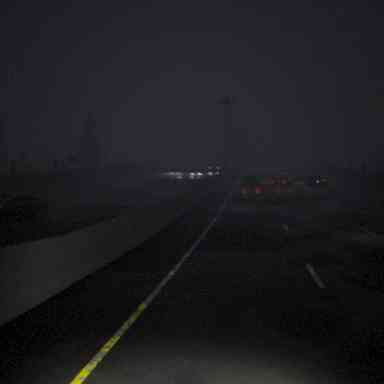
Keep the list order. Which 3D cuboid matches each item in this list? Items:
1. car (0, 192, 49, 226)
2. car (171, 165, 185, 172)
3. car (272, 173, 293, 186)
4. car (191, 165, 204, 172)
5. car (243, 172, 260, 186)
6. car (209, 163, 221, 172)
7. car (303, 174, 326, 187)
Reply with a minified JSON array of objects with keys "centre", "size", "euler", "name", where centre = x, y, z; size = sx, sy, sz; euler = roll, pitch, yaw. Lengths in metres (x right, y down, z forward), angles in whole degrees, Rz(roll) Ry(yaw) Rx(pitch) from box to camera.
[{"centre":[-8.321,0.793,14.552],"size":[2.128,1.511,4.902],"euler":[2,4,10],"name":"car"},{"centre":[-2.712,-4.520,63.971],"size":[1.895,1.301,4.718],"euler":[2,7,11],"name":"car"},{"centre":[10.451,-1.522,38.403],"size":[1.812,1.442,4.674],"euler":[2,7,11],"name":"car"},{"centre":[1.049,-4.633,65.077],"size":[1.895,1.301,4.718],"euler":[2,7,11],"name":"car"},{"centre":[6.950,-1.577,38.723],"size":[1.812,1.442,4.674],"euler":[2,7,11],"name":"car"},{"centre":[4.496,-4.796,64.498],"size":[2.097,1.767,4.553],"euler":[2,7,11],"name":"car"},{"centre":[13.873,-1.381,37.677],"size":[1.994,1.385,4.181],"euler":[2,7,11],"name":"car"}]
